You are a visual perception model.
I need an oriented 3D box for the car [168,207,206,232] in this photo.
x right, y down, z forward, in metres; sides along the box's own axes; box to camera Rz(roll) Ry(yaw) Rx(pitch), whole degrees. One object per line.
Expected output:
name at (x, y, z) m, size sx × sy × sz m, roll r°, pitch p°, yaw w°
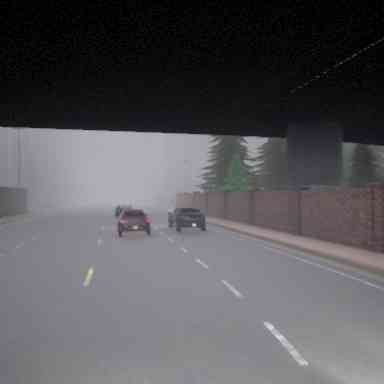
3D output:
car at (-0.418, 1.740, 22.093) m, size 1.837 × 1.490 × 4.892 m, roll 0°, pitch -1°, yaw -13°

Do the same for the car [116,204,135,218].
car at (-7.414, 2.033, 36.579) m, size 1.895 × 1.301 × 4.718 m, roll 0°, pitch -1°, yaw -13°

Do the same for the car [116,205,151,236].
car at (-3.573, 1.762, 20.234) m, size 1.812 × 1.442 × 4.674 m, roll 0°, pitch -1°, yaw -13°
